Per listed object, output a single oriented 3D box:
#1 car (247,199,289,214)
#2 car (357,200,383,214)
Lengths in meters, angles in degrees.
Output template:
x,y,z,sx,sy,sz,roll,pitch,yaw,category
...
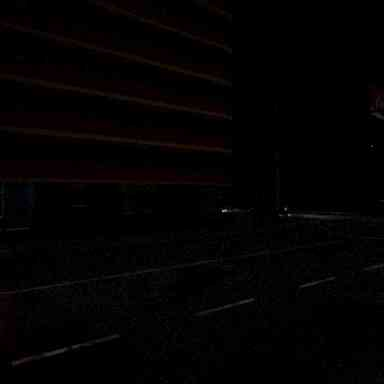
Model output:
x,y,z,sx,sy,sz,roll,pitch,yaw,category
8.037,1.486,35.549,2.128,1.511,4.902,0,0,-36,car
18.918,1.484,32.833,2.128,1.511,4.902,0,0,-41,car
